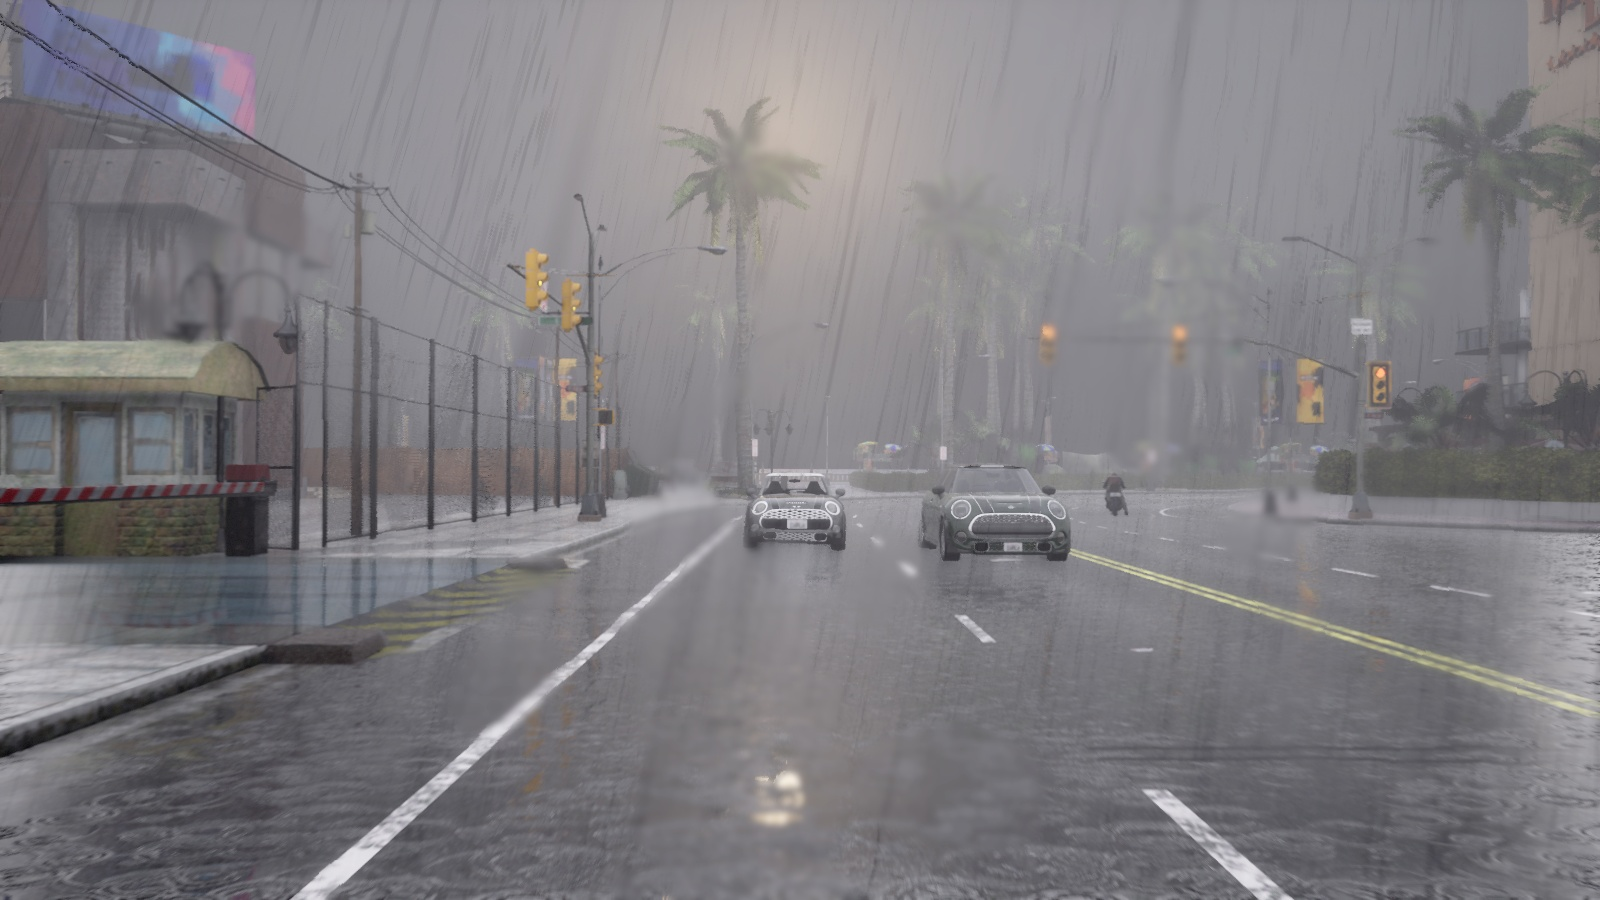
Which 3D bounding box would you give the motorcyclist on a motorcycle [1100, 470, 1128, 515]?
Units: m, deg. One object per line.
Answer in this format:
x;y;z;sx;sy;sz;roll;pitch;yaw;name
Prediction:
10.890;1.459;43.555;0.866;1.530;2.191;0;-1;12;motorcyclist on a motorcycle

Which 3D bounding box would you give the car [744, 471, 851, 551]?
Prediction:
-0.080;1.155;25.063;1.970;1.475;3.806;0;-1;-1;car

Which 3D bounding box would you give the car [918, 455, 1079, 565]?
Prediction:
3.423;0.996;22.551;2.097;1.767;4.553;0;-1;-1;car
